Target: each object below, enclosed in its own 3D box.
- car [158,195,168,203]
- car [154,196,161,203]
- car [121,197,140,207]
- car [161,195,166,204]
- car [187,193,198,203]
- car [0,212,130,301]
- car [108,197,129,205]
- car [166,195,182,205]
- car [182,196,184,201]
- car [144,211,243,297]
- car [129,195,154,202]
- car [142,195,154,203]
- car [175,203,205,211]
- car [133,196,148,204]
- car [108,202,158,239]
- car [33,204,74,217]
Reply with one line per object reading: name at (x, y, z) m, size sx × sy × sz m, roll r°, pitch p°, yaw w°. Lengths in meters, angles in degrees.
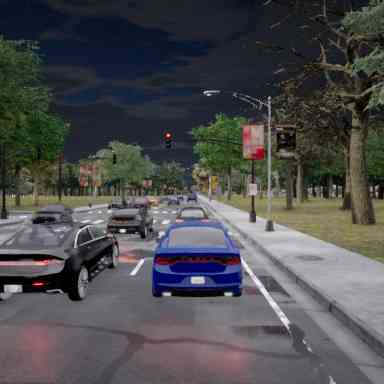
car at (-6.432, 1.517, 73.979) m, size 1.837 × 1.490 × 4.892 m, roll 0°, pitch 0°, yaw 0°
car at (-6.545, 1.499, 53.111) m, size 1.882 × 1.535 × 5.008 m, roll 0°, pitch 0°, yaw 0°
car at (-9.792, 1.513, 53.162) m, size 2.128 × 1.511 × 4.902 m, roll 0°, pitch 0°, yaw 0°
car at (-6.495, 1.524, 63.545) m, size 2.128 × 1.511 × 4.902 m, roll 0°, pitch 0°, yaw 0°
car at (0.068, 1.271, 73.553) m, size 2.150 × 2.045 × 5.566 m, roll 0°, pitch 0°, yaw 0°
car at (-3.147, 1.492, 8.300) m, size 2.128 × 1.511 × 4.902 m, roll 0°, pitch 0°, yaw 0°
car at (-9.806, 1.578, 44.242) m, size 1.994 × 1.385 × 4.181 m, roll 0°, pitch 0°, yaw 1°
car at (-3.089, 1.552, 57.868) m, size 1.812 × 1.442 × 4.674 m, roll 0°, pitch 0°, yaw 0°
car at (-3.171, 1.542, 85.192) m, size 1.882 × 1.535 × 5.008 m, roll 0°, pitch 0°, yaw 0°
car at (0.110, 1.478, 8.615) m, size 1.882 × 1.535 × 5.008 m, roll 0°, pitch 0°, yaw 0°
car at (-6.557, 1.492, 43.530) m, size 1.882 × 1.535 × 5.008 m, roll 0°, pitch 0°, yaw 0°
car at (-9.682, 1.524, 73.566) m, size 1.837 × 1.490 × 4.892 m, roll 0°, pitch 0°, yaw 0°
car at (0.035, 1.528, 17.814) m, size 1.812 × 1.442 × 4.674 m, roll 0°, pitch 0°, yaw 1°
car at (-9.745, 1.580, 63.455) m, size 2.033 × 1.411 × 5.357 m, roll 0°, pitch 0°, yaw 0°
car at (-3.136, 1.508, 17.472) m, size 1.837 × 1.490 × 4.892 m, roll 0°, pitch 0°, yaw 0°
car at (-9.560, 1.552, 23.417) m, size 2.033 × 1.411 × 5.357 m, roll 0°, pitch 0°, yaw -9°
